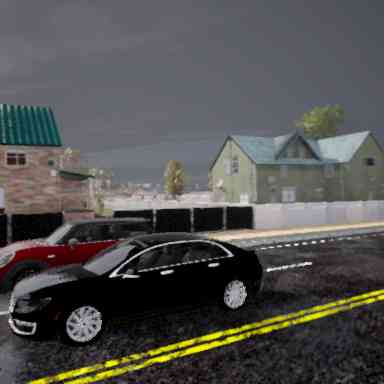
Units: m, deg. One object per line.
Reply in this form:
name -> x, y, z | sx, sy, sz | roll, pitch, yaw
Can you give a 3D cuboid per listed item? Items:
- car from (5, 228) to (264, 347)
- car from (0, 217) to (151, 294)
car -> -0.816, 1.619, 6.555 | 4.892, 1.490, 1.837 | 0, -1, -30
car -> -2.958, 1.532, 9.075 | 4.553, 1.767, 2.097 | 0, -1, -30
